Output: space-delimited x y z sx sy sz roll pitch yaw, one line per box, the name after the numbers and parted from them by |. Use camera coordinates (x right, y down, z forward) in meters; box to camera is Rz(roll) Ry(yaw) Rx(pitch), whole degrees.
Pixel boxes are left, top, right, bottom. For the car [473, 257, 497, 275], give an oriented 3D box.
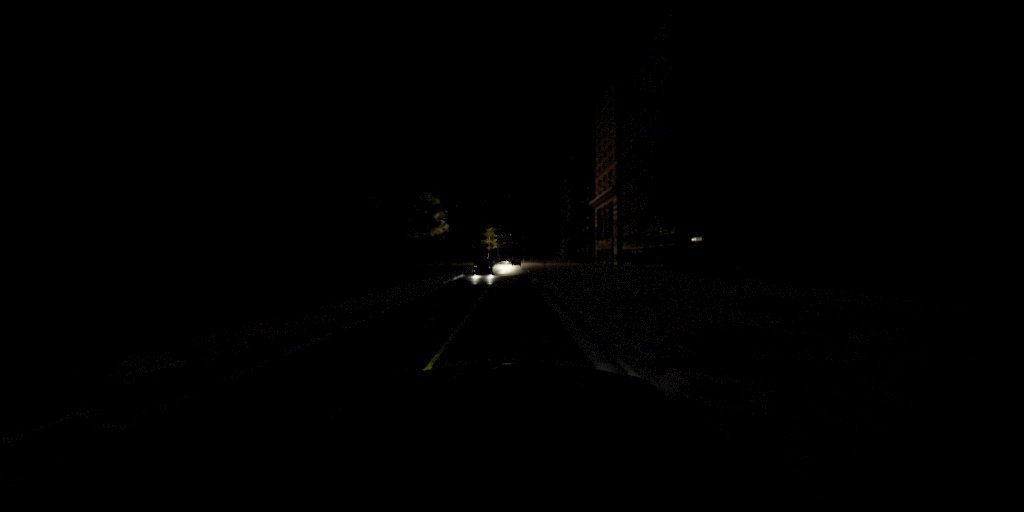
-3.082 1.159 39.754 2.097 1.767 4.553 0 0 0 | car
